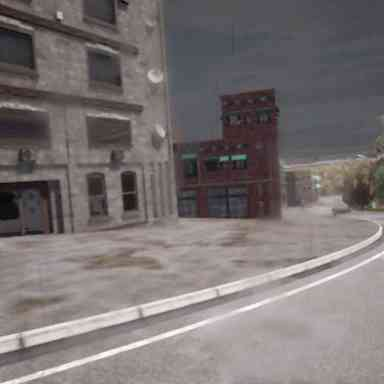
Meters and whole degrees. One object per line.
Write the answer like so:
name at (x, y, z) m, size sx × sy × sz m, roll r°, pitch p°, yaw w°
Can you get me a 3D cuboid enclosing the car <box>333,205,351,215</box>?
car at (24.491, 2.841, 54.449) m, size 1.882 × 1.535 × 5.008 m, roll -4°, pitch -3°, yaw 9°
